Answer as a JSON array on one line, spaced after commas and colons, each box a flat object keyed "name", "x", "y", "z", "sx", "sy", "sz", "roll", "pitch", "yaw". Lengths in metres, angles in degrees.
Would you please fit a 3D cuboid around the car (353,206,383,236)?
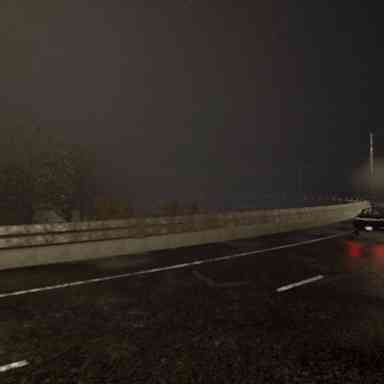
[{"name": "car", "x": 10.150, "y": 1.521, "z": 17.632, "sx": 2.128, "sy": 1.511, "sz": 4.902, "roll": 0, "pitch": 0, "yaw": 44}]
